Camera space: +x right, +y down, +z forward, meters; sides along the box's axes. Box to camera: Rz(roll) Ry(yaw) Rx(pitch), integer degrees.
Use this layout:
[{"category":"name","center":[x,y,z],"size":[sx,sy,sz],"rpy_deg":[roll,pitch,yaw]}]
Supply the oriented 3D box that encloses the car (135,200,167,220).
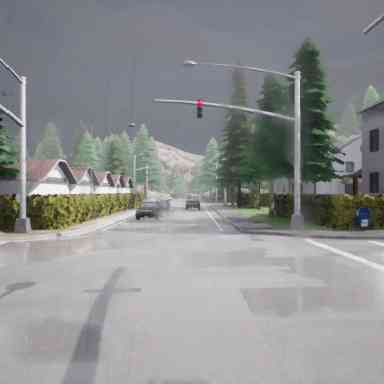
[{"category":"car","center":[-3.587,1.558,28.614],"size":[2.033,1.411,5.357],"rpy_deg":[0,0,0]}]

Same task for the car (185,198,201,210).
[{"category":"car","center":[0.118,1.521,43.264],"size":[1.837,1.490,4.892],"rpy_deg":[0,0,0]}]

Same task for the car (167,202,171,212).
[{"category":"car","center":[-3.562,1.579,38.531],"size":[1.994,1.385,4.181],"rpy_deg":[0,0,1]}]
